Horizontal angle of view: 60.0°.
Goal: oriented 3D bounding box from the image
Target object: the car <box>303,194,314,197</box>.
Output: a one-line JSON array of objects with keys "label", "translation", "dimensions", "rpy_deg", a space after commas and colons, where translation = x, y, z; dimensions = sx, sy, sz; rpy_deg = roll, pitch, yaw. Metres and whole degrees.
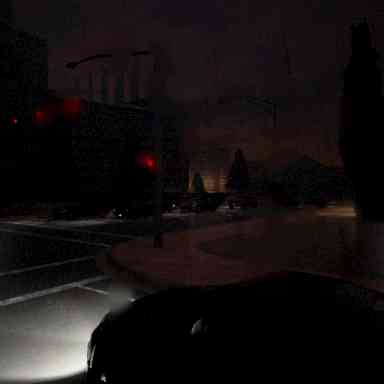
[{"label": "car", "translation": [21.366, 1.505, 58.559], "dimensions": [1.837, 1.490, 4.892], "rpy_deg": [0, 0, 36]}]

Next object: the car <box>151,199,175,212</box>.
[{"label": "car", "translation": [-3.884, 1.505, 36.023], "dimensions": [1.837, 1.490, 4.892], "rpy_deg": [0, 0, 36]}]

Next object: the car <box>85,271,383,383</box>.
[{"label": "car", "translation": [0.837, 1.564, 3.403], "dimensions": [4.181, 1.385, 1.994], "rpy_deg": [0, 0, 35]}]

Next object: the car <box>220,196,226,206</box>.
[{"label": "car", "translation": [1.854, 1.547, 43.926], "dimensions": [2.033, 1.411, 5.357], "rpy_deg": [0, 0, 36]}]

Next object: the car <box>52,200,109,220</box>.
[{"label": "car", "translation": [-9.403, 1.478, 28.435], "dimensions": [1.882, 1.535, 5.008], "rpy_deg": [0, 0, 36]}]

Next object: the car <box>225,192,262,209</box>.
[{"label": "car", "translation": [7.016, 1.221, 45.069], "dimensions": [2.150, 2.045, 5.566], "rpy_deg": [0, 0, 36]}]

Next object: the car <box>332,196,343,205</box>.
[{"label": "car", "translation": [24.487, 1.492, 56.901], "dimensions": [2.128, 1.511, 4.902], "rpy_deg": [0, 0, 36]}]

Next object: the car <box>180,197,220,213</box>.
[{"label": "car", "translation": [0.717, 1.352, 36.409], "dimensions": [2.097, 1.767, 4.553], "rpy_deg": [0, 0, 36]}]

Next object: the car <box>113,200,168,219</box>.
[{"label": "car", "translation": [-4.600, 1.601, 29.079], "dimensions": [1.895, 1.301, 4.718], "rpy_deg": [0, 0, 36]}]

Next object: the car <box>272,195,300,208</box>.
[{"label": "car", "translation": [13.945, 1.548, 48.329], "dimensions": [2.033, 1.411, 5.357], "rpy_deg": [0, 0, 36]}]

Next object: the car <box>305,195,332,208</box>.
[{"label": "car", "translation": [18.610, 1.564, 48.816], "dimensions": [1.994, 1.385, 4.181], "rpy_deg": [0, 0, 37]}]
